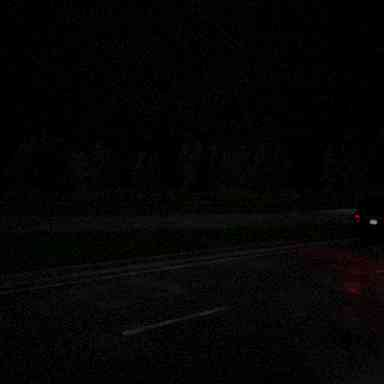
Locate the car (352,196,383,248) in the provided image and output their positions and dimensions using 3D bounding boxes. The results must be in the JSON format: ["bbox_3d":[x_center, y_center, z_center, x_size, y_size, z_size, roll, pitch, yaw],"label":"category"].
[{"bbox_3d":[8.799,1.163,13.146,5.566,2.045,2.150,0,0,-29],"label":"car"}]
